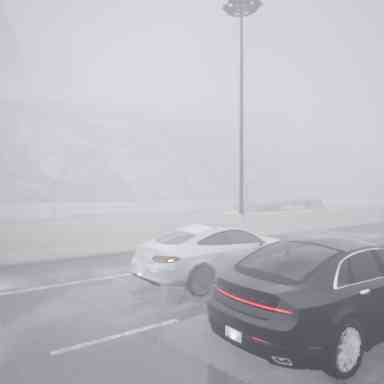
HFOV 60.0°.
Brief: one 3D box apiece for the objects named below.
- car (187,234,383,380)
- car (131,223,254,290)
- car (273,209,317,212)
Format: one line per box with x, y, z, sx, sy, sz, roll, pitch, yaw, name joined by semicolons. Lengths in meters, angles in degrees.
2.481;1.505;5.518;4.892;1.490;1.837;0;0;-36;car
0.745;1.526;8.580;4.674;1.442;1.812;0;0;-36;car
9.239;1.352;27.786;4.553;1.767;2.097;0;0;-35;car
